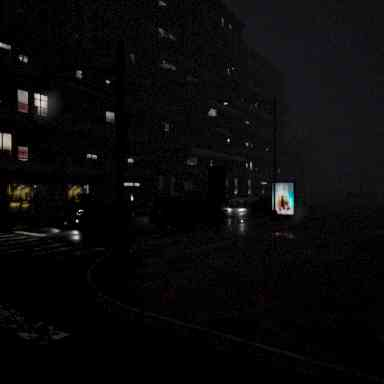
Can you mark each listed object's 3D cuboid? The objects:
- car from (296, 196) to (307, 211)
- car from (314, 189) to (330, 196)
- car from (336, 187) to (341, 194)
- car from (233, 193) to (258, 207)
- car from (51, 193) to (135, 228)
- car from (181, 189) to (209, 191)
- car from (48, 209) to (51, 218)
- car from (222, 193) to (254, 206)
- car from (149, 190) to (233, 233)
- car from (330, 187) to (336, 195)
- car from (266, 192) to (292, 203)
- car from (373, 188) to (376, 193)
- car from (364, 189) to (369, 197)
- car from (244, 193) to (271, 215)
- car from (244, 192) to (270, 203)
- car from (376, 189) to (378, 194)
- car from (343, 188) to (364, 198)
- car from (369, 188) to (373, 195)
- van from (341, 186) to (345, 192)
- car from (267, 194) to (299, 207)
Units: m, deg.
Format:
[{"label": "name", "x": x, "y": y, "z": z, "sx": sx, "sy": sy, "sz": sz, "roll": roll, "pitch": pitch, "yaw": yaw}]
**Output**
[{"label": "car", "x": 9.419, "y": 0.964, "z": 31.359, "sx": 1.947, "sy": 1.339, "sz": 4.313, "roll": 1, "pitch": 2, "yaw": 35}, {"label": "car", "x": 28.004, "y": -0.025, "z": 72.434, "sx": 1.967, "sy": 1.590, "sz": 4.097, "roll": 2, "pitch": 2, "yaw": 35}, {"label": "car", "x": 34.376, "y": -0.240, "z": 81.515, "sx": 1.967, "sy": 1.590, "sz": 4.097, "roll": 2, "pitch": 2, "yaw": 35}, {"label": "car", "x": 5.728, "y": 0.878, "z": 36.179, "sx": 1.812, "sy": 1.442, "sz": 4.674, "roll": 0, "pitch": 1, "yaw": 36}, {"label": "car", "x": -5.642, "y": 1.075, "z": 19.996, "sx": 2.097, "sy": 1.767, "sz": 4.553, "roll": 0, "pitch": 1, "yaw": 35}, {"label": "car", "x": -0.002, "y": 0.761, "z": 28.026, "sx": 2.150, "sy": 2.045, "sz": 5.566, "roll": 0, "pitch": 1, "yaw": 36}, {"label": "car", "x": -7.032, "y": 1.009, "z": 22.492, "sx": 2.192, "sy": 1.841, "sz": 5.009, "roll": 1, "pitch": 2, "yaw": 35}, {"label": "car", "x": 5.707, "y": 0.828, "z": 40.659, "sx": 2.008, "sy": 1.369, "sz": 4.403, "roll": 2, "pitch": 2, "yaw": 35}, {"label": "car", "x": -0.137, "y": 1.026, "z": 17.730, "sx": 2.192, "sy": 1.841, "sz": 5.009, "roll": 1, "pitch": 2, "yaw": 35}, {"label": "car", "x": 31.189, "y": -0.028, "z": 76.978, "sx": 1.887, "sy": 1.381, "sz": 4.507, "roll": 2, "pitch": 2, "yaw": 35}, {"label": "car", "x": 11.663, "y": 0.720, "z": 44.583, "sx": 1.994, "sy": 1.385, "sz": 4.181, "roll": 0, "pitch": 1, "yaw": 36}, {"label": "car", "x": 38.093, "y": -0.012, "z": 72.227, "sx": 1.887, "sy": 1.381, "sz": 4.507, "roll": 1, "pitch": 2, "yaw": 35}, {"label": "car", "x": 31.721, "y": 0.098, "z": 63.142, "sx": 1.967, "sy": 1.590, "sz": 4.097, "roll": 1, "pitch": 2, "yaw": 35}, {"label": "car", "x": 6.233, "y": 1.069, "z": 26.818, "sx": 1.947, "sy": 1.339, "sz": 4.313, "roll": 1, "pitch": 2, "yaw": 35}, {"label": "car", "x": 8.892, "y": 0.754, "z": 45.199, "sx": 1.802, "sy": 1.307, "sz": 4.206, "roll": 2, "pitch": 2, "yaw": 35}, {"label": "car", "x": 44.464, "y": -0.221, "z": 81.309, "sx": 2.008, "sy": 1.369, "sz": 4.403, "roll": 1, "pitch": 2, "yaw": 35}, {"label": "car", "x": 28.536, "y": 0.308, "z": 58.604, "sx": 1.887, "sy": 1.381, "sz": 4.507, "roll": 1, "pitch": 2, "yaw": 35}, {"label": "car", "x": 34.907, "y": 0.095, "z": 67.686, "sx": 1.887, "sy": 1.381, "sz": 4.507, "roll": 1, "pitch": 2, "yaw": 35}, {"label": "van", "x": 37.561, "y": -0.446, "z": 86.052, "sx": 1.690, "sy": 1.788, "sz": 3.998, "roll": 2, "pitch": 2, "yaw": 35}, {"label": "car", "x": 10.185, "y": 0.898, "z": 36.984, "sx": 1.895, "sy": 1.301, "sz": 4.718, "roll": 0, "pitch": 1, "yaw": 35}]
